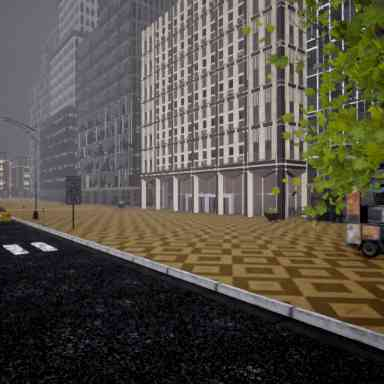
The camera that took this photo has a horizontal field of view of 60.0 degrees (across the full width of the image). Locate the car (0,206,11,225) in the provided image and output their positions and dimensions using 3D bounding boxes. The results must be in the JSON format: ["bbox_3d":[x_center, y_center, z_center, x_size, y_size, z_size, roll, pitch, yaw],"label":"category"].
[{"bbox_3d":[-13.899,1.529,23.329,1.752,1.417,4.829,0,0,-38],"label":"car"}]
